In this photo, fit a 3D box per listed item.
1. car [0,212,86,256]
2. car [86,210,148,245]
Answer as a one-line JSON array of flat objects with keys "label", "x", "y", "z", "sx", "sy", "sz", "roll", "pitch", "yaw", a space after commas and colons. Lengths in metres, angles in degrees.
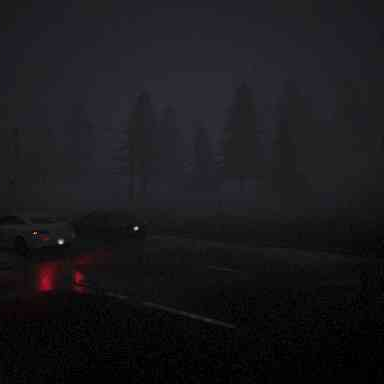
[{"label": "car", "x": -6.419, "y": 1.492, "z": 12.857, "sx": 4.674, "sy": 1.442, "sz": 1.812, "roll": 0, "pitch": 0, "yaw": 36}, {"label": "car", "x": -4.030, "y": 1.531, "z": 15.450, "sx": 4.181, "sy": 1.385, "sz": 1.994, "roll": 0, "pitch": 0, "yaw": 36}]
